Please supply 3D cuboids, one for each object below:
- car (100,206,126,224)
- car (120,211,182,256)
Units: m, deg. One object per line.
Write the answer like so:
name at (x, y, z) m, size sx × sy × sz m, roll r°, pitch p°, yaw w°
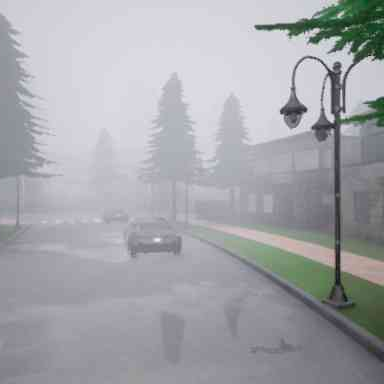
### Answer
car at (-6.598, 1.854, 28.215) m, size 1.994 × 1.385 × 4.181 m, roll 0°, pitch -1°, yaw -22°
car at (-1.749, 1.708, 13.872) m, size 1.994 × 1.385 × 4.181 m, roll 0°, pitch -1°, yaw -15°
